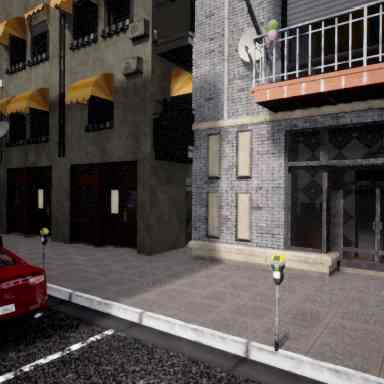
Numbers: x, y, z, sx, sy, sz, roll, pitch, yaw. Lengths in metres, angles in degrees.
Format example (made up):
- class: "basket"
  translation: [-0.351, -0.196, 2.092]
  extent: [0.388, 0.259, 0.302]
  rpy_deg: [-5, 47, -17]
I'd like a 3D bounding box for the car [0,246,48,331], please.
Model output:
- class: "car"
  translation: [-4.460, 1.544, 6.051]
  extent: [4.507, 1.381, 1.887]
  rpy_deg: [0, 1, 36]
